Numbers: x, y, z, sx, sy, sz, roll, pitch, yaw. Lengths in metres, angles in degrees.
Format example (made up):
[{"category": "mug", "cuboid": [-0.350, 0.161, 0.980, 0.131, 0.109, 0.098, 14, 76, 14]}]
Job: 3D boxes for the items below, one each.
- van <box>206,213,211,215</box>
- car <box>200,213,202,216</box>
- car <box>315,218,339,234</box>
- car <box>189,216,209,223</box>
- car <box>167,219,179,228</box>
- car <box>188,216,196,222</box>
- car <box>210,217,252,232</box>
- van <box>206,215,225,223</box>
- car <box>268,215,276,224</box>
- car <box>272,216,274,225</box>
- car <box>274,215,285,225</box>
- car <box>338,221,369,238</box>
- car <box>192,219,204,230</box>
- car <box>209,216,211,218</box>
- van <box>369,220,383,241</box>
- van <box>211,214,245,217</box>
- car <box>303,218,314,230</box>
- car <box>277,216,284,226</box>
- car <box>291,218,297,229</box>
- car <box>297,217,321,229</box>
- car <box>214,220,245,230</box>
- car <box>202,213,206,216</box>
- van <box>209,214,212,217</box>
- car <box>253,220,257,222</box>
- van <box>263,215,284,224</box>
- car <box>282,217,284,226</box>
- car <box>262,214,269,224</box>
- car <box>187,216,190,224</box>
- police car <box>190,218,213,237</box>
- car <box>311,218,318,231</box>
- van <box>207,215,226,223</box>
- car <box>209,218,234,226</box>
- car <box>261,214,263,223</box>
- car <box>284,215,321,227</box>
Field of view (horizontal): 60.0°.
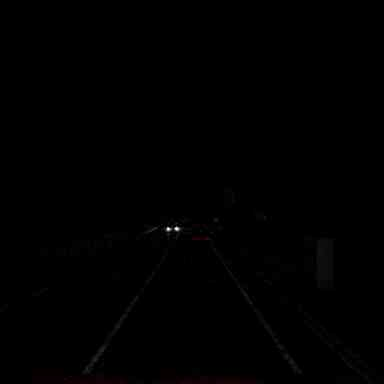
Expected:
[{"category": "van", "cuboid": [5.821, 6.149, 73.783, 4.442, 1.987, 1.878, 0, -3, 0]}, {"category": "car", "cuboid": [5.651, 7.182, 93.377, 5.566, 2.045, 2.435, 0, -3, 0]}, {"category": "car", "cuboid": [18.640, 4.387, 41.122, 5.366, 1.575, 1.946, 0, -4, 0]}, {"category": "car", "cuboid": [0.979, 4.708, 48.055, 2.097, 1.767, 4.553, 0, -3, 0]}, {"category": "car", "cuboid": [-3.292, 5.504, 58.292, 1.812, 1.442, 4.674, 0, -3, 0]}, {"category": "car", "cuboid": [0.009, 7.071, 87.843, 2.128, 1.511, 4.902, 0, -3, 0]}, {"category": "car", "cuboid": [5.551, 4.867, 48.574, 5.366, 1.575, 1.946, 0, -4, 0]}, {"category": "van", "cuboid": [5.811, 6.602, 82.178, 4.442, 1.987, 1.878, 0, -3, 0]}, {"category": "car", "cuboid": [18.820, 6.107, 68.831, 4.792, 1.488, 2.163, 0, -3, 0]}, {"category": "car", "cuboid": [18.765, 5.949, 66.053, 4.792, 1.488, 2.163, 0, -3, 0]}, {"category": "car", "cuboid": [18.983, 5.750, 63.288, 5.366, 1.575, 1.946, 0, -3, 0]}, {"category": "car", "cuboid": [18.804, 4.077, 35.579, 4.792, 1.488, 2.163, 0, -4, 0]}, {"category": "car", "cuboid": [0.981, 5.226, 54.072, 1.837, 1.490, 4.892, 0, -3, 0]}, {"category": "car", "cuboid": [5.721, 5.389, 56.968, 5.008, 1.535, 2.097, 0, -4, 0]}, {"category": "van", "cuboid": [18.956, 3.479, 30.055, 4.442, 1.987, 1.878, 0, -4, 0]}, {"category": "van", "cuboid": [5.846, 4.990, 54.184, 4.442, 1.987, 1.878, 0, -4, 0]}, {"category": "car", "cuboid": [18.825, 4.734, 46.662, 4.892, 1.521, 2.231, 0, -4, 0]}, {"category": "car", "cuboid": [18.796, 5.587, 60.515, 5.008, 1.535, 2.097, 0, -3, 0]}, {"category": "car", "cuboid": [18.817, 5.075, 52.203, 5.008, 1.535, 2.097, 0, -4, 0]}, {"category": "car", "cuboid": [18.821, 4.904, 49.432, 5.008, 1.535, 2.097, 0, -4, 0]}, {"category": "car", "cuboid": [5.736, 5.083, 51.370, 4.674, 1.452, 2.002, 0, -4, 0]}, {"category": "car", "cuboid": [5.673, 6.275, 76.580, 5.566, 2.045, 2.435, 0, -3, 0]}, {"category": "van", "cuboid": [5.606, 5.336, 59.784, 4.442, 1.987, 1.878, 0, -4, 0]}, {"category": "car", "cuboid": [18.802, 6.587, 82.705, 5.566, 2.045, 2.435, 0, -3, 0]}, {"category": "van", "cuboid": [18.897, 6.313, 77.161, 4.442, 1.987, 1.878, 0, -3, 0]}, {"category": "car", "cuboid": [18.799, 5.419, 57.743, 4.892, 1.521, 2.231, 0, -4, 0]}, {"category": "car", "cuboid": [18.759, 5.983, 71.618, 5.566, 2.045, 2.435, 0, -3, 0]}, {"category": "car", "cuboid": [0.008, 6.244, 72.842, 2.033, 1.411, 5.357, 0, -3, 0]}, {"category": "police car", "cuboid": [0.979, 4.176, 38.196, 1.930, 1.638, 5.238, 0, -4, 0]}, {"category": "car", "cuboid": [18.851, 4.591, 43.890, 4.792, 1.488, 2.163, 0, -4, 0]}, {"category": "van", "cuboid": [5.814, 6.451, 79.379, 4.442, 1.987, 1.878, 0, -3, 0]}, {"category": "car", "cuboid": [5.745, 5.927, 65.363, 4.792, 1.488, 2.163, 0, -3, 0]}, {"category": "car", "cuboid": [18.812, 6.138, 74.390, 5.566, 2.045, 2.435, 0, -3, 0]}, {"category": "car", "cuboid": [18.779, 4.996, 54.989, 5.566, 2.045, 2.435, 0, -4, 0]}]
